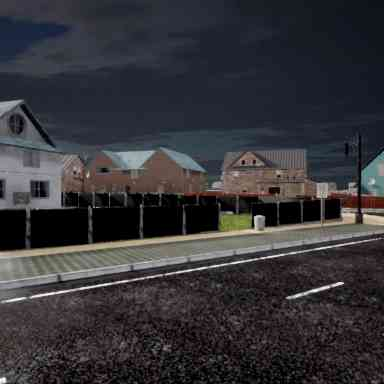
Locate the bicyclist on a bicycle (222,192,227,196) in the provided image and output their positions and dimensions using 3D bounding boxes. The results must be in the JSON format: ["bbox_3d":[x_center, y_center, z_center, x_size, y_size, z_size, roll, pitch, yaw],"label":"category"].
[{"bbox_3d":[3.783,0.794,38.689,0.582,1.620,1.656,1,1,19],"label":"bicyclist on a bicycle"}]
